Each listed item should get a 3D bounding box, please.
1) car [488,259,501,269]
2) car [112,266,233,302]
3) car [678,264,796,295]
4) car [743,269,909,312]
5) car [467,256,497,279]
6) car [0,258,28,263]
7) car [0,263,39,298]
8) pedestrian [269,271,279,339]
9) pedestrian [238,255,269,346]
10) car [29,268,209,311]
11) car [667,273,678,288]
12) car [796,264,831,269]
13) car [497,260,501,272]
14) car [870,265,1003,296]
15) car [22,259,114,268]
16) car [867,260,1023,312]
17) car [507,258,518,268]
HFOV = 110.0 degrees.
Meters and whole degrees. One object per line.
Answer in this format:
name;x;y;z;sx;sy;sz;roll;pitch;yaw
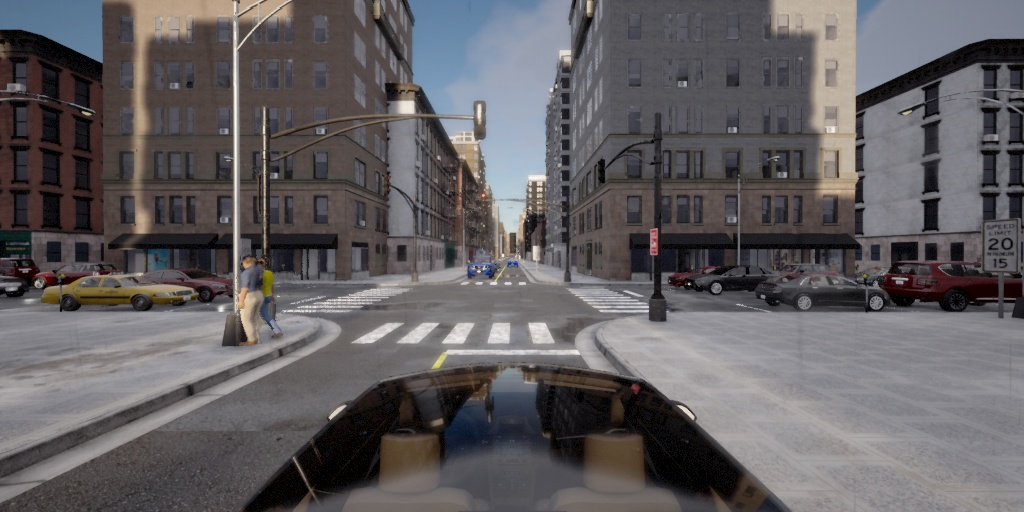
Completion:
car;-2.733;1.272;56.568;1.837;1.490;4.892;0;-1;0
car;-14.784;1.282;16.294;4.674;1.442;1.812;0;0;0
car;11.909;1.253;19.190;4.892;1.490;1.837;0;0;0
car;11.785;1.325;13.709;4.403;1.370;2.007;0;0;0
car;-2.792;0.978;33.142;2.150;2.045;5.566;0;0;0
car;-32.025;1.041;21.850;5.009;1.841;2.192;0;0;0
car;-25.218;1.245;16.340;4.902;1.511;2.128;0;0;0
pedestrian;-5.532;0.894;7.951;0.375;1.860;0.375;0;0;0
pedestrian;-5.339;0.891;7.338;0.375;1.860;0.375;0;0;0
car;-14.891;1.294;13.780;4.829;1.417;1.751;0;0;0
car;11.806;1.281;21.734;4.507;1.381;1.888;0;0;0
car;17.215;1.177;21.720;4.097;1.591;1.967;0;0;0
car;-2.767;1.322;43.681;1.994;1.385;4.181;0;0;0
car;22.533;1.257;19.164;4.892;1.490;1.837;0;0;0
car;-26.363;1.167;21.835;4.097;1.591;1.967;0;0;0
car;17.194;1.091;13.695;5.009;1.841;2.192;0;0;0
car;0.110;1.247;63.210;1.882;1.535;5.008;0;0;0
